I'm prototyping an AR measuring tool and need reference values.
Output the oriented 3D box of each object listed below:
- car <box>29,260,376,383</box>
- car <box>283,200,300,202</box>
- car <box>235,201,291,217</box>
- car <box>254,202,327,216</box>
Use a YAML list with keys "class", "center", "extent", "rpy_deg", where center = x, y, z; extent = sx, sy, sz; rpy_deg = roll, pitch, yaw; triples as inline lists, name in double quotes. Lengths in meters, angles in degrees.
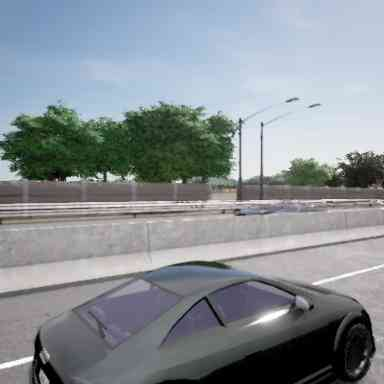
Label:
- class: "car"
  center: [0.367, 1.565, 4.010]
  extent: [4.181, 1.385, 1.994]
  rpy_deg: [0, 0, -36]
- class: "car"
  center: [9.193, 1.553, 32.052]
  extent: [4.902, 1.511, 2.128]
  rpy_deg: [0, 0, -35]
- class: "car"
  center: [5.191, 1.603, 24.897]
  extent: [4.181, 1.385, 1.994]
  rpy_deg: [0, 0, -36]
- class: "car"
  center: [6.854, 1.585, 21.786]
  extent: [5.357, 1.411, 2.033]
  rpy_deg: [0, 0, -36]
